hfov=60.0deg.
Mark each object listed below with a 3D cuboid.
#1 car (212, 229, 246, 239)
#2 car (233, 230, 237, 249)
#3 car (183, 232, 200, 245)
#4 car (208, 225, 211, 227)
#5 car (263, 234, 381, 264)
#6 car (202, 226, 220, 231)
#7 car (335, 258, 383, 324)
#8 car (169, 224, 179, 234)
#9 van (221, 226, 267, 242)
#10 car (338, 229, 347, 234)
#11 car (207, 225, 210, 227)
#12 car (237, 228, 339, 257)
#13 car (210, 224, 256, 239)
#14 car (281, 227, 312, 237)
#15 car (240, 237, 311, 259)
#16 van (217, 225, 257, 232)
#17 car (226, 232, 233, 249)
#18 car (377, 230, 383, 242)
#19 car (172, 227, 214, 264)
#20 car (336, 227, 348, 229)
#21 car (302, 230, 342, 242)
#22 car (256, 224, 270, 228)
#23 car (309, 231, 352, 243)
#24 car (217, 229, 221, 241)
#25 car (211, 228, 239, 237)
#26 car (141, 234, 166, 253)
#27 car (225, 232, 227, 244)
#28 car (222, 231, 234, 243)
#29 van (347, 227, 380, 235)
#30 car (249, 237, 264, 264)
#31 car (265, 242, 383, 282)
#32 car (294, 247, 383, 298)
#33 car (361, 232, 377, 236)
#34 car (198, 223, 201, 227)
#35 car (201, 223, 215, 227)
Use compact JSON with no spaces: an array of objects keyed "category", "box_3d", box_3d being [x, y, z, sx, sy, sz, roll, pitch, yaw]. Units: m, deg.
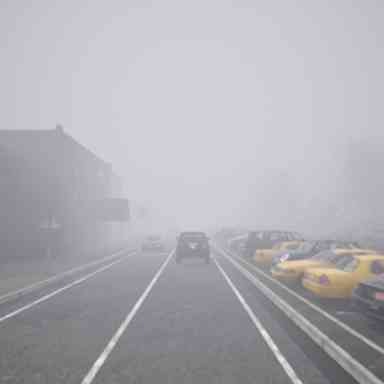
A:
[{"category":"car","box_3d":[5.807,6.629,52.680,5.008,1.535,2.097,0,-5,0]},{"category":"car","box_3d":[6.030,4.234,27.344,4.553,1.767,2.185,0,-6,0]},{"category":"car","box_3d":[-0.080,5.777,41.594,1.994,1.385,4.181,0,-5,0]},{"category":"car","box_3d":[5.753,7.369,61.126,4.674,1.452,2.002,0,-5,0]},{"category":"car","box_3d":[6.112,3.103,16.098,4.553,1.767,2.185,0,-6,0]},{"category":"car","box_3d":[5.282,10.103,92.591,4.792,1.488,2.163,0,-5,-1]},{"category":"car","box_3d":[6.140,2.420,7.647,4.674,1.452,2.002,0,-6,0]},{"category":"car","box_3d":[-3.775,8.028,71.656,2.150,2.045,5.566,0,-5,-1]},{"category":"van","box_3d":[6.031,5.246,38.741,4.442,1.987,1.878,0,-5,0]},{"category":"car","box_3d":[18.484,5.491,38.854,5.008,1.535,2.097,0,-5,0]},{"category":"car","box_3d":[5.759,7.591,63.944,4.792,1.488,2.163,0,-5,0]},{"category":"car","box_3d":[6.068,3.543,21.734,5.566,2.045,2.435,0,-6,0]},{"category":"car","box_3d":[5.826,5.913,47.069,5.566,2.045,2.435,0,-5,0]},{"category":"car","box_3d":[18.319,6.989,58.449,4.553,1.767,2.185,0,-5,0]},{"category":"car","box_3d":[6.022,4.116,24.516,4.674,1.452,2.002,0,-6,0]},{"category":"van","box_3d":[5.991,5.706,44.253,4.442,1.987,1.878,0,-5,0]},{"category":"car","box_3d":[5.972,4.641,30.143,5.008,1.535,2.097,0,-6,0]},{"category":"car","box_3d":[18.536,4.268,27.615,4.553,1.767,2.185,0,-6,0]},{"category":"car","box_3d":[0.045,3.622,22.464,2.150,2.045,5.566,0,-5,0]},{"category":"car","box_3d":[18.441,5.477,41.700,5.566,2.045,2.435,0,-5,0]},{"category":"car","box_3d":[18.400,6.223,47.305,4.792,1.488,2.163,0,-5,0]},{"category":"car","box_3d":[18.357,9.519,87.178,4.553,1.767,2.185,0,-5,-1]},{"category":"car","box_3d":[18.420,5.990,44.491,4.792,1.488,2.163,0,-5,0]},{"category":"car","box_3d":[5.898,5.738,41.414,4.674,1.452,2.002,0,-5,0]},{"category":"car","box_3d":[5.774,7.136,58.310,4.674,1.452,2.002,0,-5,0]},{"category":"car","box_3d":[-3.445,4.681,30.454,1.837,1.490,4.892,0,-5,0]},{"category":"car","box_3d":[5.954,4.964,32.950,4.674,1.452,2.002,0,-6,0]},{"category":"car","box_3d":[5.939,5.242,35.771,4.674,1.452,2.002,0,-6,0]},{"category":"van","box_3d":[18.410,4.721,33.121,4.442,1.987,1.878,0,-6,0]},{"category":"car","box_3d":[6.246,3.508,18.899,5.366,1.575,1.946,0,-6,0]},{"category":"car","box_3d":[5.916,2.942,13.273,5.366,1.575,1.946,0,-6,0]},{"category":"car","box_3d":[6.308,2.660,10.464,5.366,1.575,1.946,0,-6,0]},{"category":"car","box_3d":[18.580,4.692,30.284,4.792,1.488,2.163,0,-6,0]},{"category":"car","box_3d":[5.095,9.846,89.817,5.366,1.575,1.946,0,-5,-1]},{"category":"car","box_3d":[5.322,9.676,87.183,4.674,1.452,2.002,1,-5,0]}]
